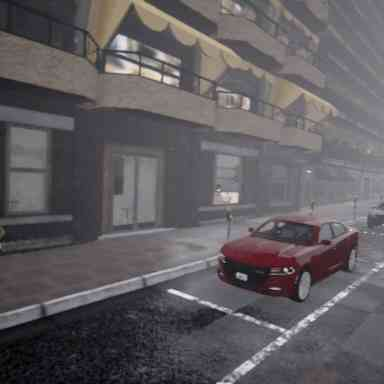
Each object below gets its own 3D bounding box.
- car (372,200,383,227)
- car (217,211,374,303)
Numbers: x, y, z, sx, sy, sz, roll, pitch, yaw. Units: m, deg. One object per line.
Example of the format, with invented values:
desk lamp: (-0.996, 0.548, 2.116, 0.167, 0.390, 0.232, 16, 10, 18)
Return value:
car: (9.806, 1.034, 15.876, 1.947, 1.339, 4.313, 5, 5, 42)
car: (2.389, 1.214, 7.566, 1.887, 1.381, 4.507, 5, 5, 42)
